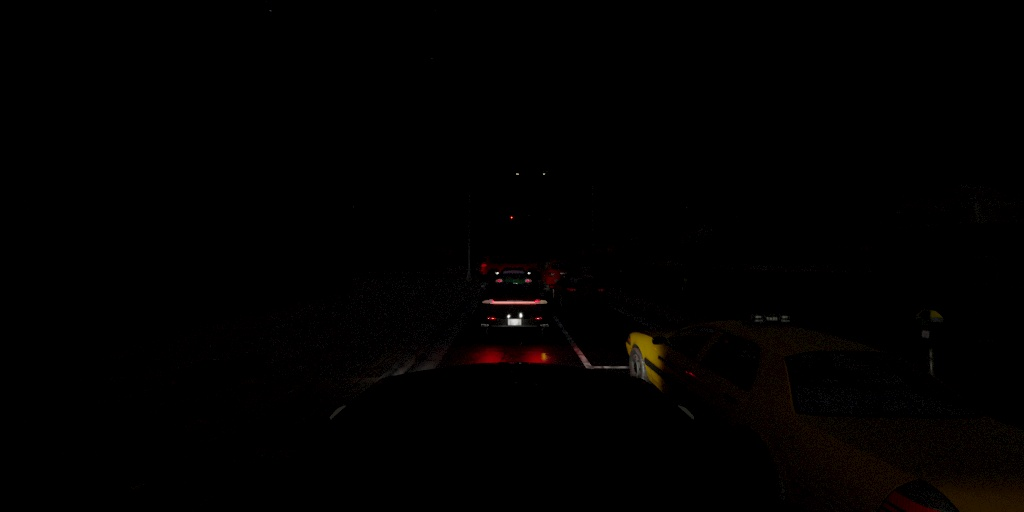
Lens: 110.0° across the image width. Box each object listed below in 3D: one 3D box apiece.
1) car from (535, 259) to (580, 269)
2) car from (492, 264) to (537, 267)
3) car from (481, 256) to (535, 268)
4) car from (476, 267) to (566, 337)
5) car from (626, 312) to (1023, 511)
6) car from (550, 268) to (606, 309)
[{"bbox_3d":[2.678,1.074,20.140,2.192,1.841,5.009,0,0,0],"label":"car"},{"bbox_3d":[0.066,1.323,19.261,1.994,1.385,4.181,0,0,-1],"label":"car"},{"bbox_3d":[0.002,1.004,31.751,5.566,2.045,2.150,0,0,0],"label":"car"},{"bbox_3d":[0.083,1.243,10.316,2.128,1.511,4.902,0,0,1],"label":"car"},{"bbox_3d":[2.643,1.276,3.963,1.751,1.417,4.829,0,0,0],"label":"car"},{"bbox_3d":[2.666,1.337,14.692,1.802,1.307,4.207,0,0,0],"label":"car"}]
